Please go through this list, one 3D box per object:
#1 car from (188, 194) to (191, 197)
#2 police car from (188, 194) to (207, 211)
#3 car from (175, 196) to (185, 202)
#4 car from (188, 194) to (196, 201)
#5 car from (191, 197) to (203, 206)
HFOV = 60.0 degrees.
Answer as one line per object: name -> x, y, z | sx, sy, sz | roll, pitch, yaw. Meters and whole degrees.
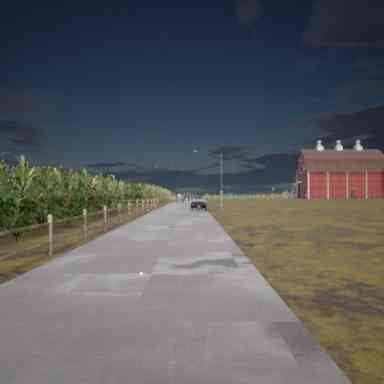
car -> 0.823, 1.431, 51.491 | 2.097, 1.767, 4.553 | 0, 0, 0
police car -> 0.824, 1.474, 41.629 | 1.930, 1.638, 5.238 | 0, 0, 0
car -> -2.751, 1.617, 75.937 | 1.812, 1.442, 4.674 | 0, 0, 0
car -> -0.001, 1.512, 93.117 | 2.150, 2.045, 5.566 | 0, -1, 0
car -> 0.824, 1.611, 57.523 | 1.837, 1.490, 4.892 | 0, 0, 0
